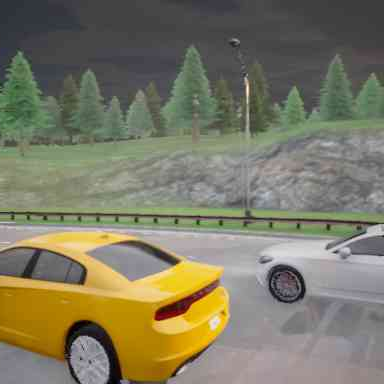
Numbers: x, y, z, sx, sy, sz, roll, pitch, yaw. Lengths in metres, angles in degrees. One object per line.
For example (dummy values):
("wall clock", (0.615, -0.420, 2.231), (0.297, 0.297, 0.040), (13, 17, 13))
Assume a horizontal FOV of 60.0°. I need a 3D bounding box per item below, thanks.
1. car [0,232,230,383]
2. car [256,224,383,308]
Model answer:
("car", (-1.931, 1.352, 4.988), (5.008, 1.535, 1.882), (0, 1, 27))
("car", (3.477, 1.300, 5.904), (4.674, 1.442, 1.812), (0, 1, 34))
